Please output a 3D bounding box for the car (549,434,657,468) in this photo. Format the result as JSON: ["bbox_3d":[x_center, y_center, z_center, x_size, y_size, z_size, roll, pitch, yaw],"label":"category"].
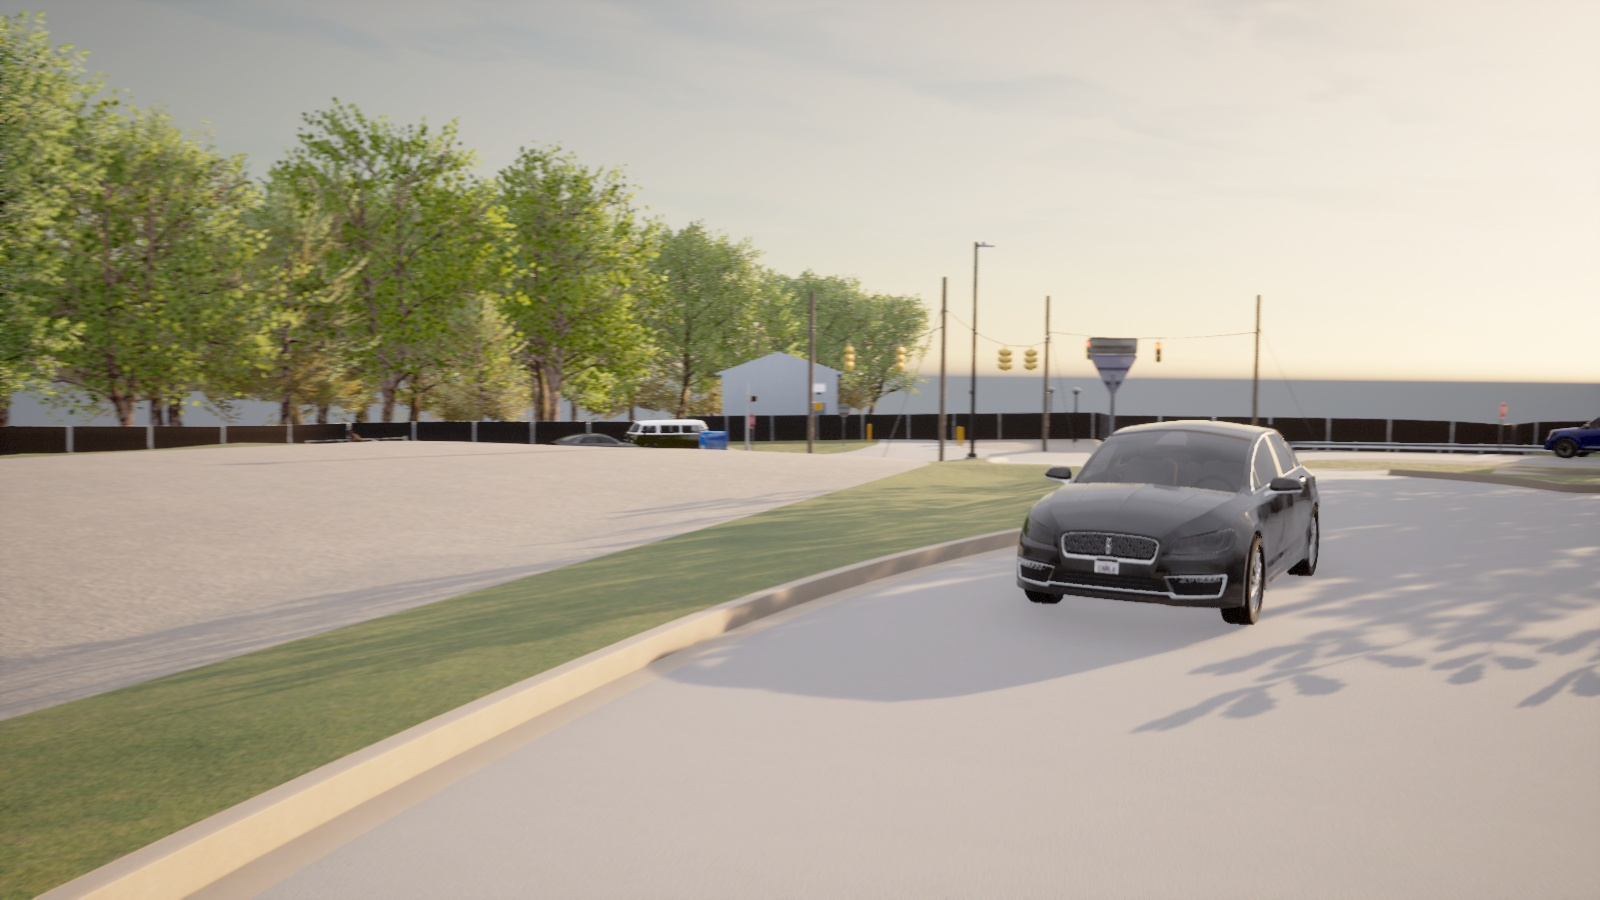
[{"bbox_3d":[-9.661,0.032,61.706,4.892,1.490,1.837,-1,4,-33],"label":"car"}]

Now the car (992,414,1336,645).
[{"bbox_3d":[3.557,0.498,11.529,1.837,1.490,4.892,2,4,31],"label":"car"}]

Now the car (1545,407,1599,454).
[{"bbox_3d":[36.838,-0.882,56.265,2.150,2.045,5.566,-3,3,-40],"label":"car"}]

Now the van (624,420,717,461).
[{"bbox_3d":[-6.936,-0.531,67.181,4.480,2.038,2.069,-1,3,-25],"label":"van"}]
